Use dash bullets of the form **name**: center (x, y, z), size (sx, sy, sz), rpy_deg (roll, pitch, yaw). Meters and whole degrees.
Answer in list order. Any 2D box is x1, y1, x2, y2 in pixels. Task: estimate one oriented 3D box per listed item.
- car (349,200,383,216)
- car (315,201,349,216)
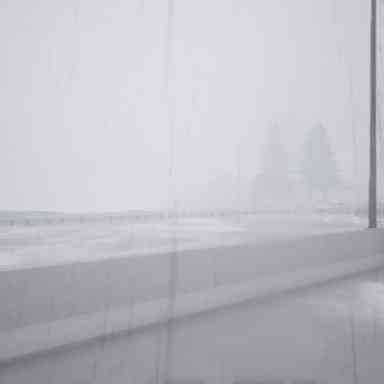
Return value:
- **car**: center (18.794, 1.635, 34.562), size (4.553, 1.767, 2.097), rpy_deg (1, 0, -35)
- **car**: center (15.553, 1.747, 36.559), size (5.008, 1.535, 1.882), rpy_deg (1, 0, -35)
